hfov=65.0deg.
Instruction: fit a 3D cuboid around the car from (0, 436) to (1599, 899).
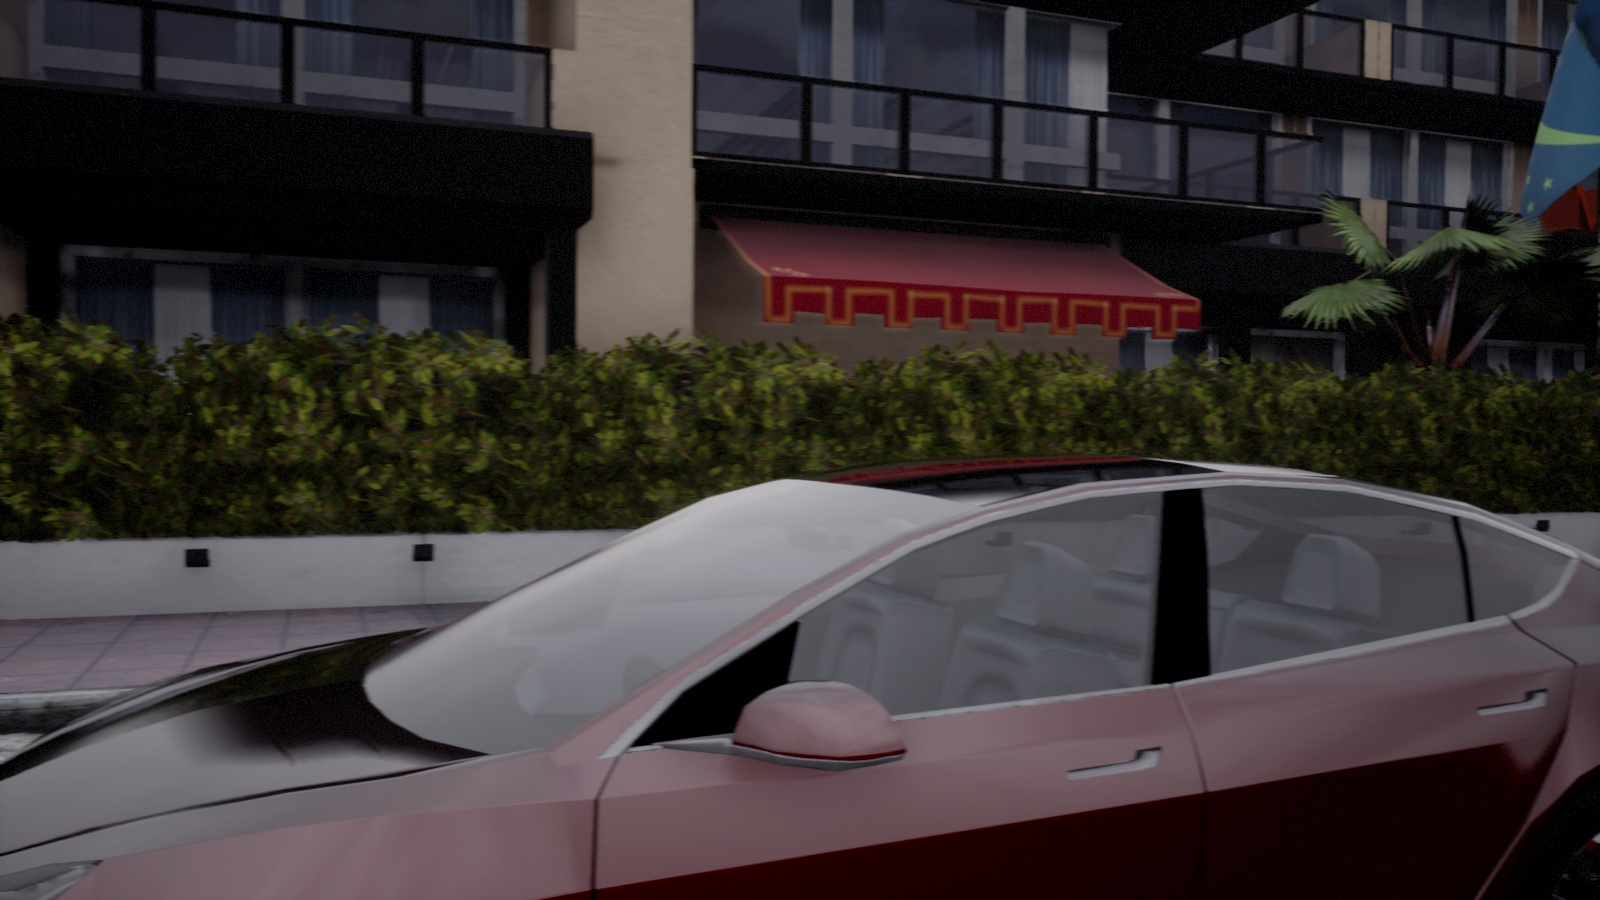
[{"bbox_3d":[0.418,0.738,3.398,4.792,1.488,2.163,-1,1,-21],"label":"car"}]
